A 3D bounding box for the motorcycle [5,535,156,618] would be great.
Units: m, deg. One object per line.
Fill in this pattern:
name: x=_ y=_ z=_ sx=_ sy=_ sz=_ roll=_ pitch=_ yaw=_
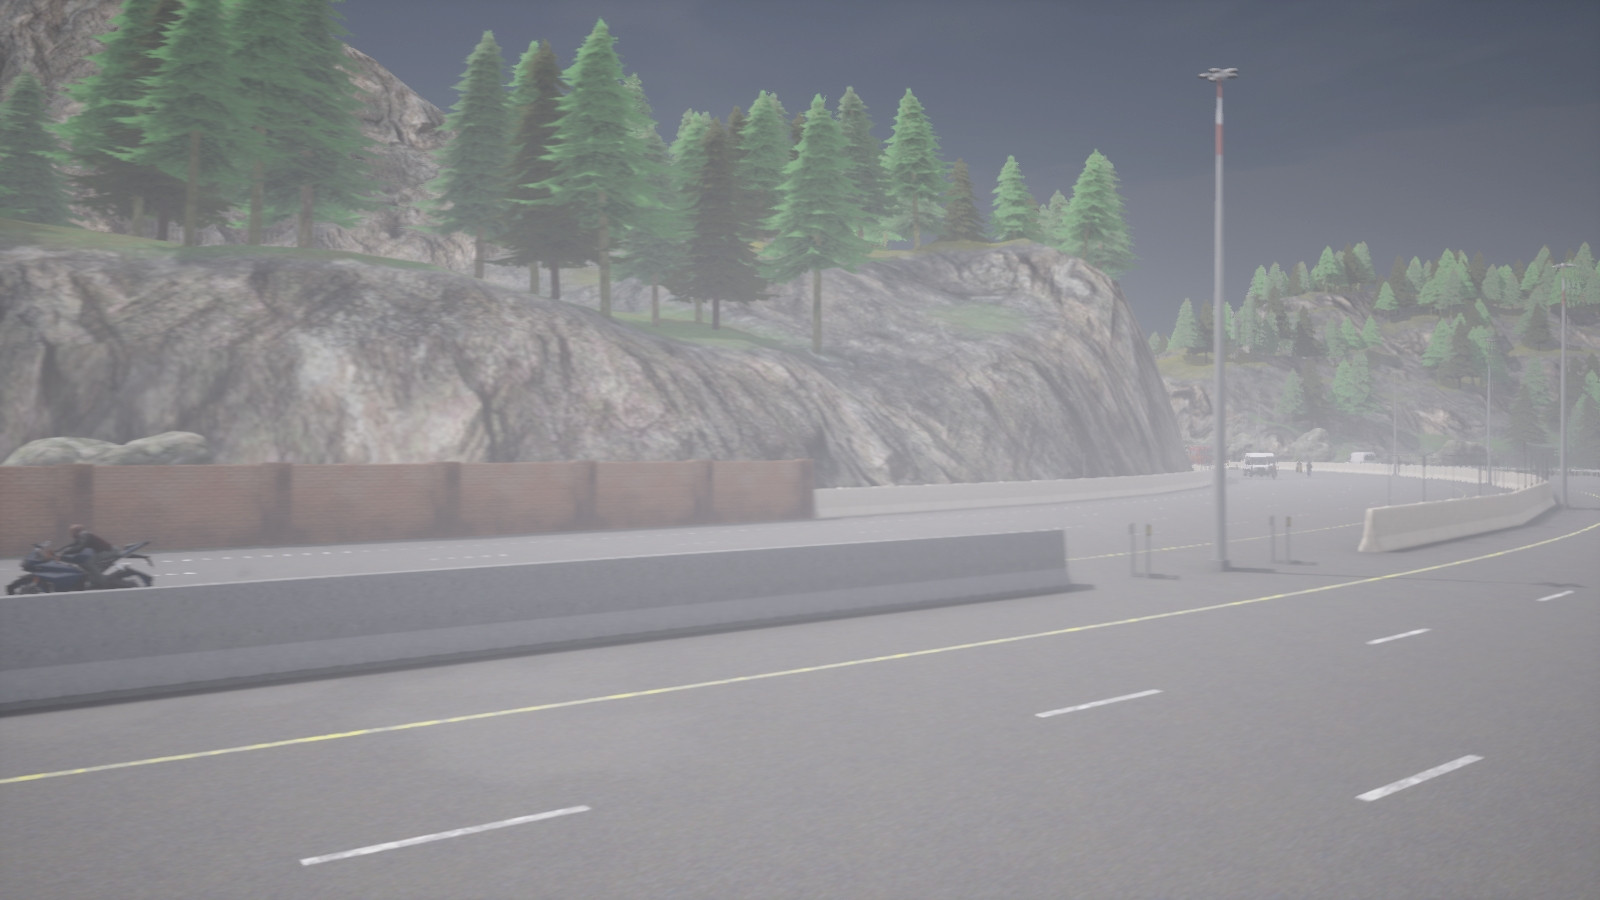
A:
motorcycle: x=-12.750 y=2.210 z=20.275 sx=2.209 sy=1.251 sz=0.867 roll=0 pitch=-1 yaw=-35
